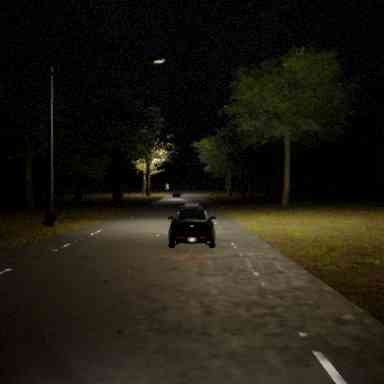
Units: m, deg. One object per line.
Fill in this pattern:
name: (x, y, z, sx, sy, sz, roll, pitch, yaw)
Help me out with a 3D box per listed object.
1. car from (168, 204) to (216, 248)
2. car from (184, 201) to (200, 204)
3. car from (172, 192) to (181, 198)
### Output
car: (0.000, 1.499, 14.651, 1.837, 1.490, 4.892, 0, 0, 0)
car: (0.000, 1.522, 29.652, 2.033, 1.411, 5.357, 0, 0, 0)
car: (-3.500, 0.767, 76.701, 1.895, 1.301, 4.718, 0, 2, 0)
